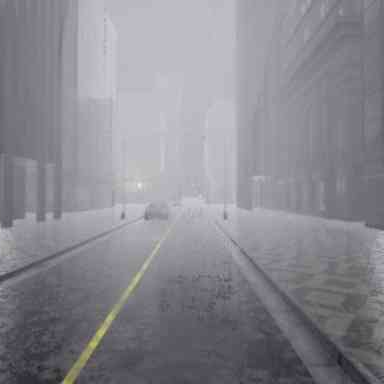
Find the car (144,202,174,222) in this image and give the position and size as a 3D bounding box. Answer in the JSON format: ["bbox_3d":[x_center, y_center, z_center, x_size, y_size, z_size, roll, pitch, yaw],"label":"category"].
[{"bbox_3d":[-3.093,1.715,30.442,2.097,1.767,4.553,0,-1,0],"label":"car"}]

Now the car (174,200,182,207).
[{"bbox_3d":[-2.993,2.412,69.371,2.033,1.411,5.357,0,-1,0],"label":"car"}]
